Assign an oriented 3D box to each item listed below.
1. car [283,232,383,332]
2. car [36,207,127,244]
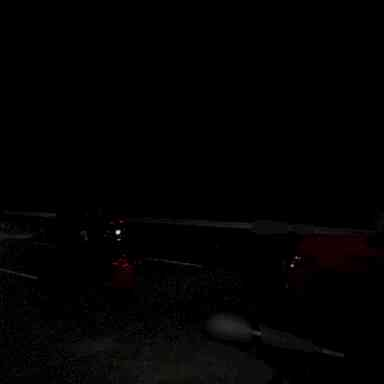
[{"bbox_3d":[4.317,1.211,5.161,5.566,2.045,2.150,0,0,35],"label":"car"},{"bbox_3d":[-5.238,1.471,15.560,4.892,1.490,1.837,0,0,32],"label":"car"}]
